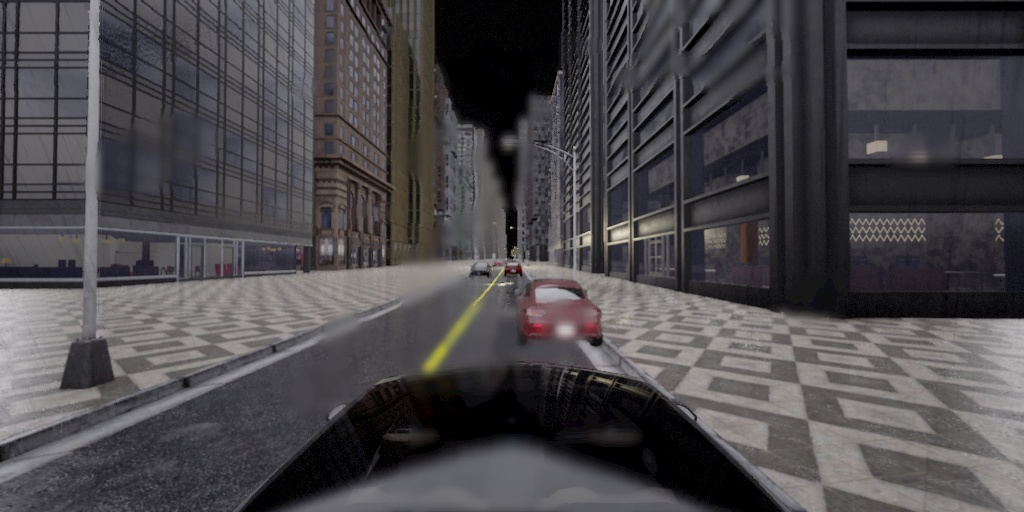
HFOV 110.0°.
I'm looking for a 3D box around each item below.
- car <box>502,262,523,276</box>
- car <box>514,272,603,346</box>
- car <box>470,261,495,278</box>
[{"bbox_3d":[0.138,1.360,38.737,1.882,1.535,5.008,0,0,0],"label":"car"},{"bbox_3d":[1.062,1.303,9.334,1.812,1.442,4.674,0,0,0],"label":"car"},{"bbox_3d":[-3.049,1.349,35.591,1.882,1.535,5.008,0,0,0],"label":"car"}]
